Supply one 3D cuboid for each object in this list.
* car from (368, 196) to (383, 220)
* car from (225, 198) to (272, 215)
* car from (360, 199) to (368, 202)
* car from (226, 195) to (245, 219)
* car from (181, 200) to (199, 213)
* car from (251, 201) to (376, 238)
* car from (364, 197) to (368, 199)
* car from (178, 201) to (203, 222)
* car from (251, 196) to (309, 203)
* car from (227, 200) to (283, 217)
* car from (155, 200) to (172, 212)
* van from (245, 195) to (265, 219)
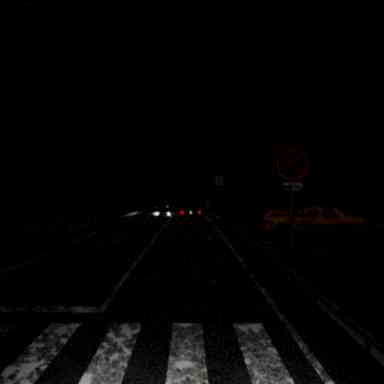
[{"bbox_3d":[18.272,1.347,27.623,5.566,2.045,2.435,0,-1,-1],"label":"car"},{"bbox_3d":[5.920,1.488,35.020,4.553,1.767,2.185,0,-1,-1],"label":"car"},{"bbox_3d":[18.239,1.640,30.412,4.892,1.521,2.231,0,-1,-1],"label":"car"},{"bbox_3d":[6.032,1.268,29.070,5.566,2.045,2.435,0,-1,-1],"label":"car"},{"bbox_3d":[-0.282,1.865,42.961,2.128,1.511,4.902,0,-2,-1],"label":"car"},{"bbox_3d":[5.999,1.422,16.919,5.366,1.575,1.946,0,0,-1],"label":"car"},{"bbox_3d":[18.168,1.429,33.084,5.566,2.045,2.435,0,-1,-1],"label":"car"},{"bbox_3d":[-0.111,1.519,25.744,2.033,1.411,5.357,0,-1,-1],"label":"car"},{"bbox_3d":[6.174,1.310,19.840,4.553,1.767,2.185,0,0,-1],"label":"car"},{"bbox_3d":[5.950,1.565,31.982,5.008,1.535,2.097,0,-1,-1],"label":"car"},{"bbox_3d":[-3.698,1.829,43.066,1.882,1.535,5.008,0,-2,0],"label":"car"},{"bbox_3d":[6.216,1.232,22.879,4.442,1.987,1.878,0,0,-1],"label":"van"}]
